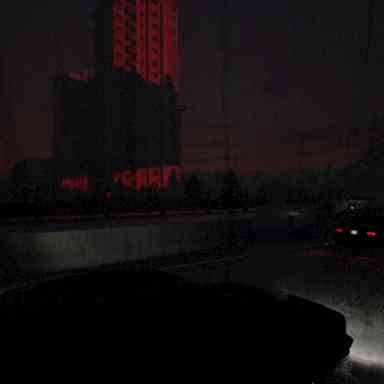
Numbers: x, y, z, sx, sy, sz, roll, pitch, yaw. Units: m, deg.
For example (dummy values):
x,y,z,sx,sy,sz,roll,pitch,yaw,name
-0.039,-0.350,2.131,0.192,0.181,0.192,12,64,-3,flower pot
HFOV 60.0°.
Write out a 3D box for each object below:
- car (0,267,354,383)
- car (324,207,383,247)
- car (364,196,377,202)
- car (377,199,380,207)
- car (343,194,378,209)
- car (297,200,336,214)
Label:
x,y,z,sx,sy,sz,roll,pitch,yaw,name
-0.616,1.546,3.308,5.357,1.411,2.033,0,0,-36,car
8.055,1.542,13.794,5.357,1.411,2.033,0,0,-35,car
37.006,1.408,69.042,1.895,1.301,4.718,0,0,21,car
20.076,1.579,32.333,4.181,1.385,1.994,0,0,-43,car
17.979,1.238,35.098,5.566,2.045,2.150,0,0,-44,car
13.450,1.559,35.671,5.357,1.411,2.033,0,0,-41,car
